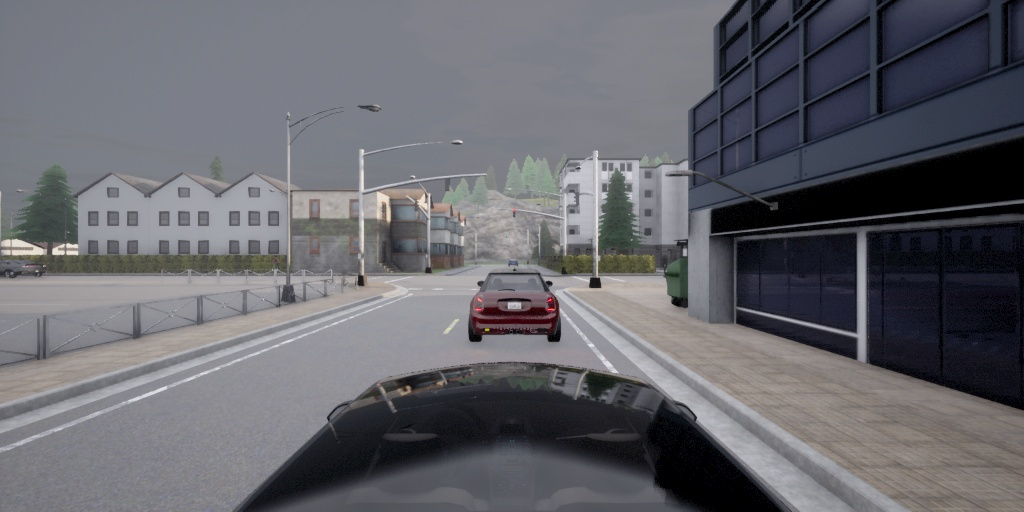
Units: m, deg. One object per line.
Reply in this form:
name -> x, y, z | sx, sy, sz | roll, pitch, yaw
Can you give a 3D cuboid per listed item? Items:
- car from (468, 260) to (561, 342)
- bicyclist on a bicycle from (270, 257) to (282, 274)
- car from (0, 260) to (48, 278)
car -> 0.081, 1.102, 9.928 | 2.097, 1.767, 4.553 | 0, 0, 1
bicyclist on a bicycle -> -22.226, 0.874, 33.761 | 0.582, 1.620, 1.656 | 0, 0, 0
car -> -42.115, 1.065, 30.001 | 4.902, 1.511, 2.128 | 0, 0, 0
